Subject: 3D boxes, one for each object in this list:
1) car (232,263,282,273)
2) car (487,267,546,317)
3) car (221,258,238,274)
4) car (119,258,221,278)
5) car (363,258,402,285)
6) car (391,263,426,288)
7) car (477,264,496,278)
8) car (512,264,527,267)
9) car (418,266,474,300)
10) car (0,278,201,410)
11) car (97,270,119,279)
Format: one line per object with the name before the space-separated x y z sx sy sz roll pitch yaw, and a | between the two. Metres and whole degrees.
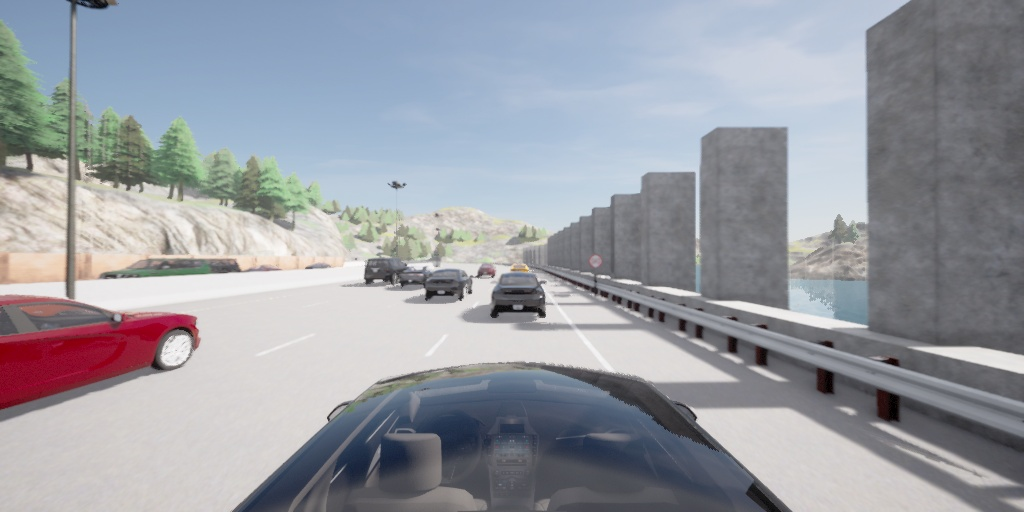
car | -23.997 1.573 34.451 1.994 1.385 4.181 0 0 1
car | 0.241 1.357 13.661 1.837 1.490 4.892 0 0 1
car | -27.531 1.216 32.656 2.150 2.045 5.566 0 -1 1
car | -20.798 1.124 21.260 2.150 2.045 5.566 0 -1 1
car | -9.913 1.194 28.822 2.150 2.045 5.566 0 0 1
car | -6.489 1.438 25.553 2.128 1.511 4.902 0 0 1
car | -2.728 1.590 39.329 1.812 1.442 4.674 0 0 1
car | 0.717 1.509 35.118 1.882 1.535 5.008 0 0 1
car | -3.150 1.397 18.651 1.837 1.490 4.892 0 0 1
car | -6.887 1.249 4.771 1.882 1.535 5.008 0 0 0
car | -10.371 1.132 6.162 2.097 1.767 4.553 0 -1 1
